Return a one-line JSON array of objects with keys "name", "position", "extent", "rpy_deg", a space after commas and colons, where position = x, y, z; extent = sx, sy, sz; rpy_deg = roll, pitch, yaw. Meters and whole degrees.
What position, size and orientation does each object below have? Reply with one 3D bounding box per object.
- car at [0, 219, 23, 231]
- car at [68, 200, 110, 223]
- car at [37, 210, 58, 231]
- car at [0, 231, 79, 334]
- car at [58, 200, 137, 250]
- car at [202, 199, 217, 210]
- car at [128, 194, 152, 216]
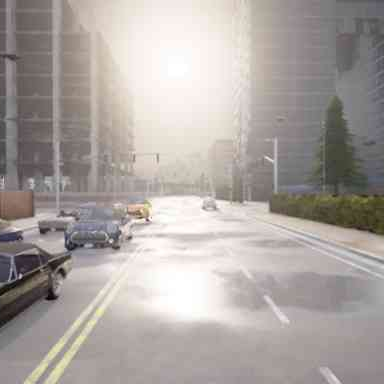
[{"name": "car", "position": [-7.356, 1.620, 11.146], "extent": [1.812, 1.442, 4.674], "rpy_deg": [0, 0, -1]}, {"name": "car", "position": [-7.632, 1.393, 25.099], "extent": [1.812, 1.442, 4.674], "rpy_deg": [0, 0, -2]}, {"name": "car", "position": [-7.565, 1.732, 20.252], "extent": [1.895, 1.301, 4.718], "rpy_deg": [0, 0, -1]}, {"name": "car", "position": [-3.717, 1.649, 5.727], "extent": [1.895, 1.301, 4.718], "rpy_deg": [0, 0, -1]}, {"name": "car", "position": [-3.941, 1.437, 14.754], "extent": [2.097, 1.767, 4.553], "rpy_deg": [0, 0, -1]}, {"name": "car", "position": [2.389, 1.697, 47.026], "extent": [1.812, 1.442, 4.674], "rpy_deg": [0, 0, -2]}, {"name": "car", "position": [-4.135, 1.201, 25.222], "extent": [2.097, 1.767, 4.553], "rpy_deg": [0, 0, -2]}]
